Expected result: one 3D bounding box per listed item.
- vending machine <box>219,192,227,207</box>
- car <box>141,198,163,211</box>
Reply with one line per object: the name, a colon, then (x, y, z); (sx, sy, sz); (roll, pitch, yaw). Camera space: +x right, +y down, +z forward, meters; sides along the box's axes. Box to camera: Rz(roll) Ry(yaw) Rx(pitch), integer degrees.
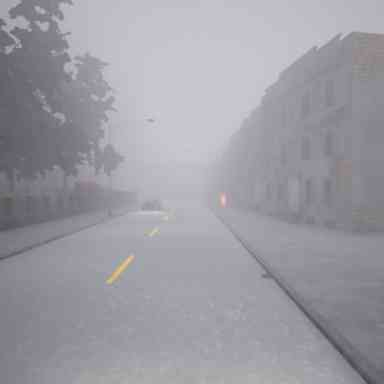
vending machine: (4.253, 1.047, 45.666); (1.100, 2.100, 0.880); (0, 0, 0)
car: (-4.125, 1.281, 35.039); (1.994, 1.385, 4.181); (0, 0, 0)
